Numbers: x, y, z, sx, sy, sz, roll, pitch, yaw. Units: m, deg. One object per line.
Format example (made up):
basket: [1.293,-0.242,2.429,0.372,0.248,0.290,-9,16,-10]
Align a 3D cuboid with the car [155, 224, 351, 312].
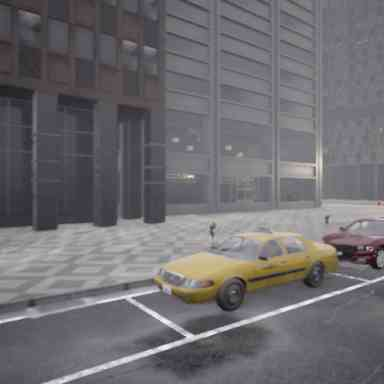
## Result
car: [1.487,1.529,7.726,4.829,1.417,1.752,0,0,-36]

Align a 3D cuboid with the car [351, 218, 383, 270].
car: [6.120,1.538,11.038,4.507,1.381,1.887,0,0,-36]
